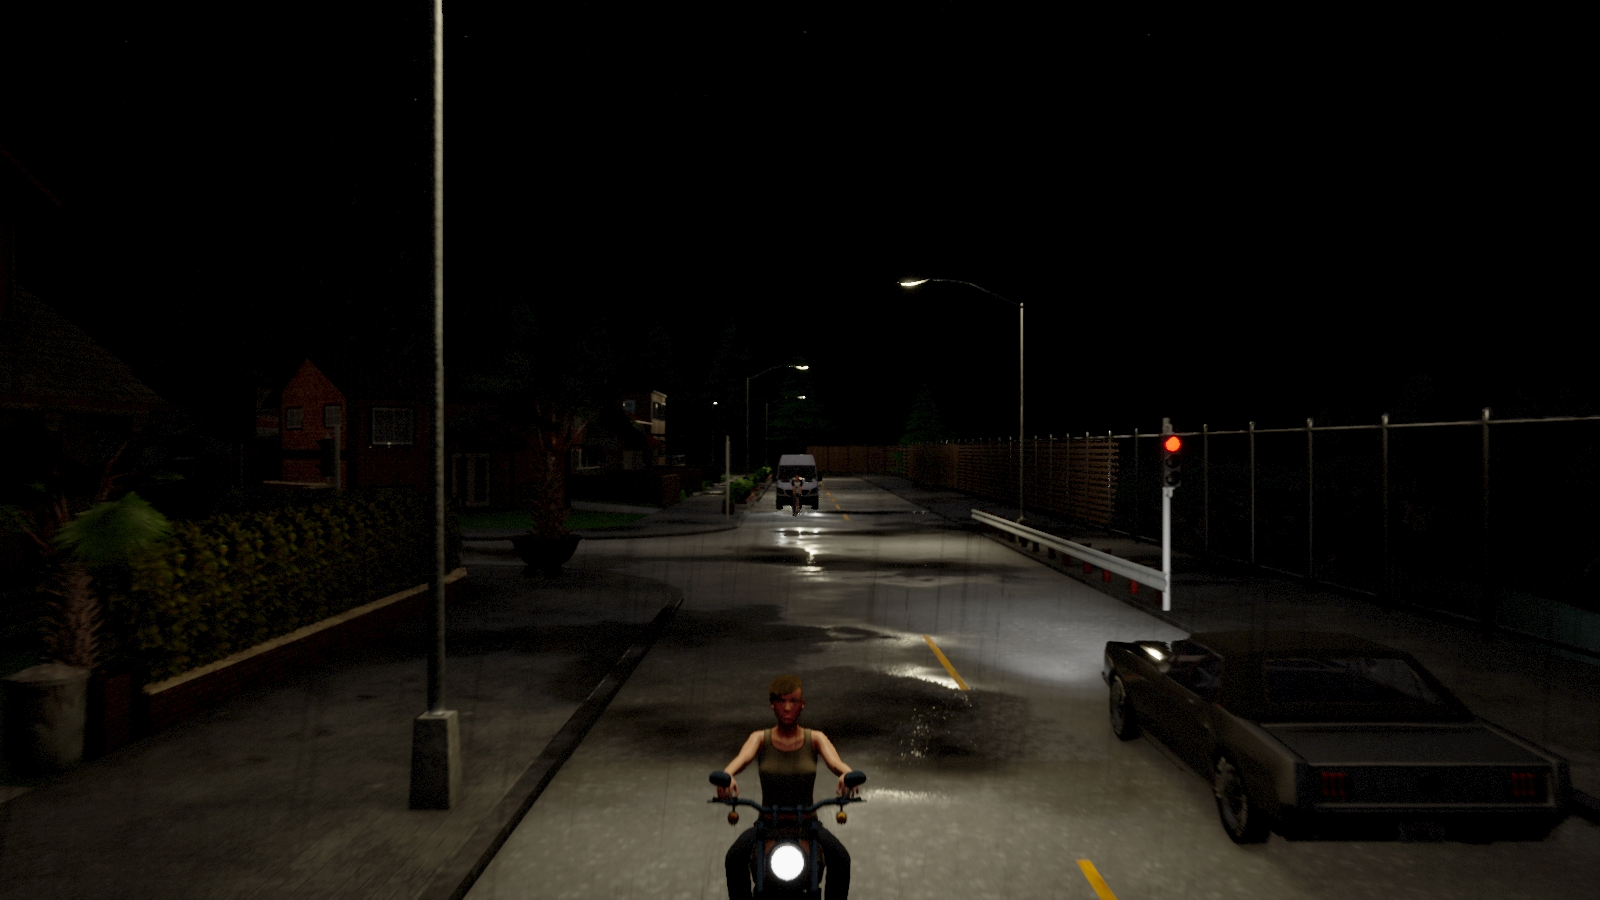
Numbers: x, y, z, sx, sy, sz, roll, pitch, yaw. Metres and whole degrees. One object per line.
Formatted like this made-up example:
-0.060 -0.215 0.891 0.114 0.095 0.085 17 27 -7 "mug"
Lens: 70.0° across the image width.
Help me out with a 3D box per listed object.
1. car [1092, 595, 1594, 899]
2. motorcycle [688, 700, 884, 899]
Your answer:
3.970 2.147 9.440 1.895 1.301 4.718 0 0 0 "car"
-0.064 2.149 5.644 0.764 1.307 2.356 0 0 0 "motorcycle"
